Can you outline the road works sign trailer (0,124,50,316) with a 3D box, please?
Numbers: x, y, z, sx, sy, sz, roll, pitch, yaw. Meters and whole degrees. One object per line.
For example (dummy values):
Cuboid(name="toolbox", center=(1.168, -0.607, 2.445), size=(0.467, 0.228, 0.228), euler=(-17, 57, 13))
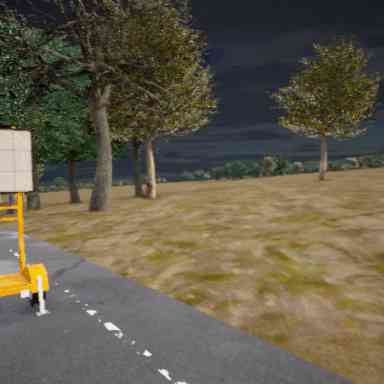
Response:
Cuboid(name="road works sign trailer", center=(-4.361, 0.455, 6.426), size=(2.380, 3.560, 2.880), euler=(-3, 1, -38))
